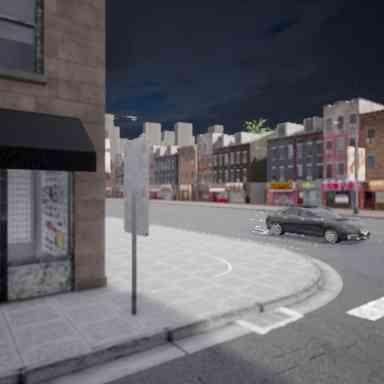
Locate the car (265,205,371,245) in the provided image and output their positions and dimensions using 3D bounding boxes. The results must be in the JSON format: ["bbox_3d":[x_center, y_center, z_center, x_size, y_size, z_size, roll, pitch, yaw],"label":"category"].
[{"bbox_3d":[5.627,1.420,15.460,1.837,1.490,4.892,0,1,-36],"label":"car"}]
